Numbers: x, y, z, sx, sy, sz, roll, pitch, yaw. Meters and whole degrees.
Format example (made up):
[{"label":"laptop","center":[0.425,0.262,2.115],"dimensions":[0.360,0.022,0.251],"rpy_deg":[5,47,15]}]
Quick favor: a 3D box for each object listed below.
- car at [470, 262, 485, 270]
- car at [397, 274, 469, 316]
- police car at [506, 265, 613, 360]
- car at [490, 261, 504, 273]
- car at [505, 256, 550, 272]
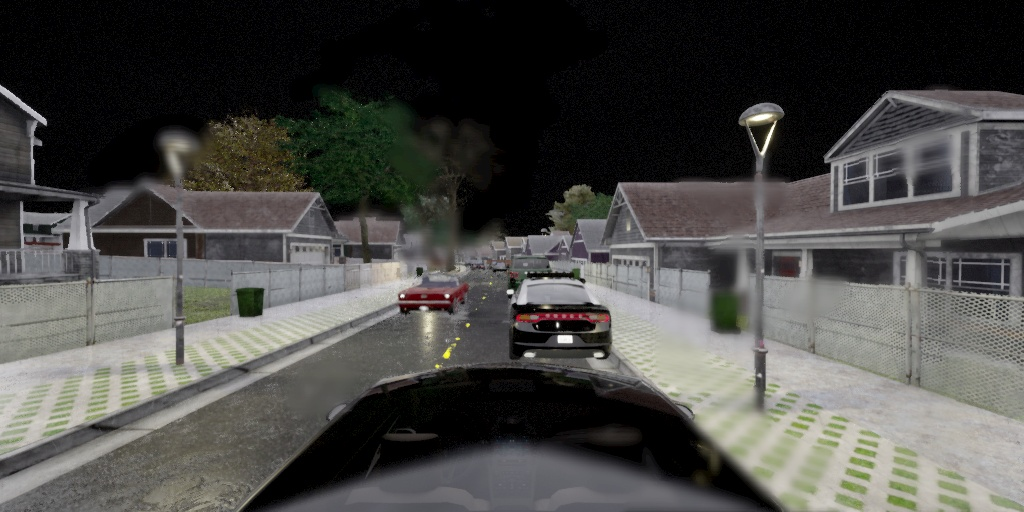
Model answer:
[{"label":"car","center":[-5.291,1.567,56.462],"dimensions":[1.994,1.385,4.181],"rpy_deg":[0,-1,-6]},{"label":"car","center":[-2.808,1.367,13.628],"dimensions":[1.895,1.301,4.718],"rpy_deg":[0,0,0]},{"label":"police car","center":[0.896,1.180,8.516],"dimensions":[1.930,1.638,5.238],"rpy_deg":[0,0,0]},{"label":"car","center":[-1.522,1.476,47.483],"dimensions":[1.994,1.385,4.181],"rpy_deg":[0,0,-4]},{"label":"car","center":[0.841,1.000,18.490],"dimensions":[2.150,2.045,5.566],"rpy_deg":[0,0,-1]}]
